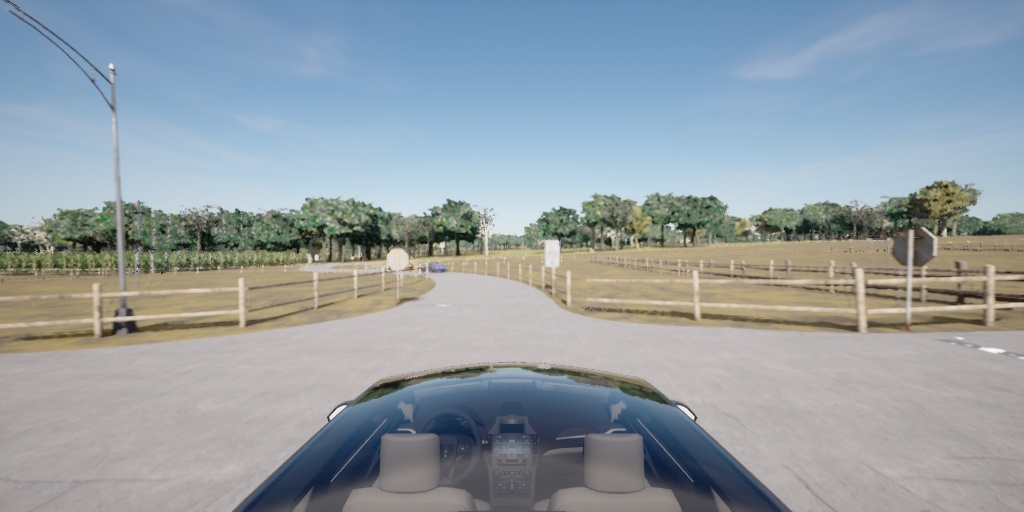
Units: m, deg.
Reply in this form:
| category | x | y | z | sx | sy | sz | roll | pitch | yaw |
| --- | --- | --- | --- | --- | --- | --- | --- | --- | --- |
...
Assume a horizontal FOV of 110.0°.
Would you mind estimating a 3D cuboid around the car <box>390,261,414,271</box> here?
| category | x | y | z | sx | sy | sz | roll | pitch | yaw |
| --- | --- | --- | --- | --- | --- | --- | --- | --- | --- |
| car | -17.720 | 1.533 | 57.602 | 4.553 | 1.767 | 2.097 | -1 | 0 | 42 |

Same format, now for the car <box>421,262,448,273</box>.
| category | x | y | z | sx | sy | sz | roll | pitch | yaw |
| --- | --- | --- | --- | --- | --- | --- | --- | --- | --- |
| car | -10.884 | 1.582 | 49.823 | 2.033 | 1.411 | 5.357 | -1 | 0 | -37 |
